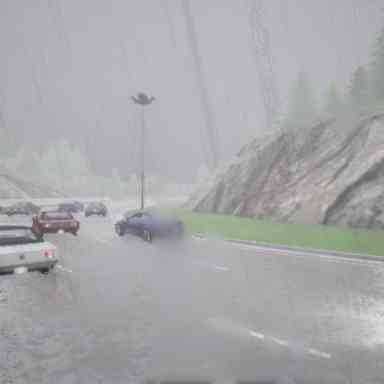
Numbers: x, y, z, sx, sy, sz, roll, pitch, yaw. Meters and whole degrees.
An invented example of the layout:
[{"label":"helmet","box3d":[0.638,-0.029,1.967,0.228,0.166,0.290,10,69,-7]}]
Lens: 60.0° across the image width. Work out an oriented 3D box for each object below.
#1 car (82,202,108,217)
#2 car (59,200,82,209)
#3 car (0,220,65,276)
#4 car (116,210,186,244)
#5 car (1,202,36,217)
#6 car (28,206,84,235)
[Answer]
[{"label":"car","box3d":[-9.747,1.745,34.157,1.994,1.385,4.181,0,0,-11]},{"label":"car","box3d":[-13.702,1.667,38.114,1.882,1.535,5.008,0,0,-5]},{"label":"car","box3d":[-5.671,1.642,9.855,1.895,1.301,4.718,1,0,-41]},{"label":"car","box3d":[-2.139,1.627,16.602,1.812,1.442,4.674,0,0,-38]},{"label":"car","box3d":[-16.817,1.691,33.438,2.033,1.411,5.357,0,0,-9]},{"label":"car","box3d":[-7.738,1.690,18.615,1.895,1.301,4.718,0,0,-31]}]
